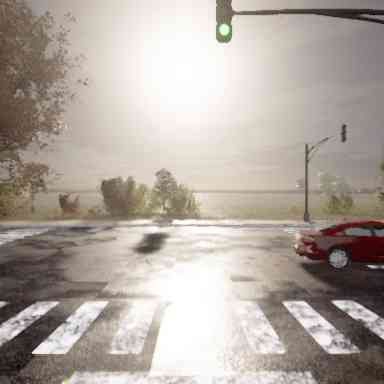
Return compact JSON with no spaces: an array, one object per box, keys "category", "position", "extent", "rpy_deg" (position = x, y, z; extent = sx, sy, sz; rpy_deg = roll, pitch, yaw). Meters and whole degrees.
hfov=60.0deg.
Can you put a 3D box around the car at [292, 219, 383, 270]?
[{"category":"car","position":[6.037,1.681,11.366],"extent":[5.008,1.535,1.882],"rpy_deg":[0,0,0]}]
